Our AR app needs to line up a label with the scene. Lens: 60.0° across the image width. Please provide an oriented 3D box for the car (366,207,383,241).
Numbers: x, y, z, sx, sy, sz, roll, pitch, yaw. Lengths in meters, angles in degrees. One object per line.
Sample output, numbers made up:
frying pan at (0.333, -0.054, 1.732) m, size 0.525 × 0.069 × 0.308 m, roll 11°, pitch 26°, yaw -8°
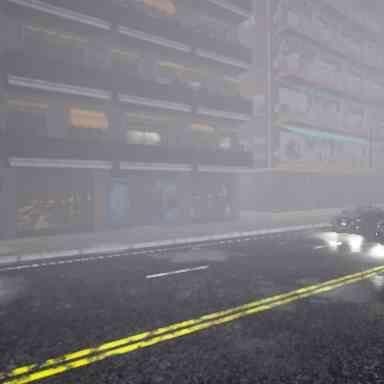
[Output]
car at (9.993, 1.492, 15.026) m, size 4.181 × 1.385 × 1.994 m, roll 0°, pitch 0°, yaw -37°

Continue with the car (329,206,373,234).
car at (9.613, 1.484, 18.799) m, size 4.181 × 1.385 × 1.994 m, roll 0°, pitch 0°, yaw -37°
